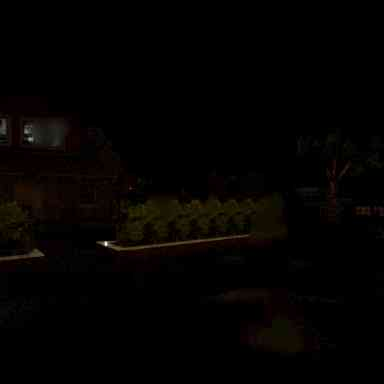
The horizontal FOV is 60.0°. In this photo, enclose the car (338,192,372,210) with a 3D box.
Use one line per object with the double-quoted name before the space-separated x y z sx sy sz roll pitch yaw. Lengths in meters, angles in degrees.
"car" 17.407 0.985 36.196 3.866 1.878 1.905 0 0 0
